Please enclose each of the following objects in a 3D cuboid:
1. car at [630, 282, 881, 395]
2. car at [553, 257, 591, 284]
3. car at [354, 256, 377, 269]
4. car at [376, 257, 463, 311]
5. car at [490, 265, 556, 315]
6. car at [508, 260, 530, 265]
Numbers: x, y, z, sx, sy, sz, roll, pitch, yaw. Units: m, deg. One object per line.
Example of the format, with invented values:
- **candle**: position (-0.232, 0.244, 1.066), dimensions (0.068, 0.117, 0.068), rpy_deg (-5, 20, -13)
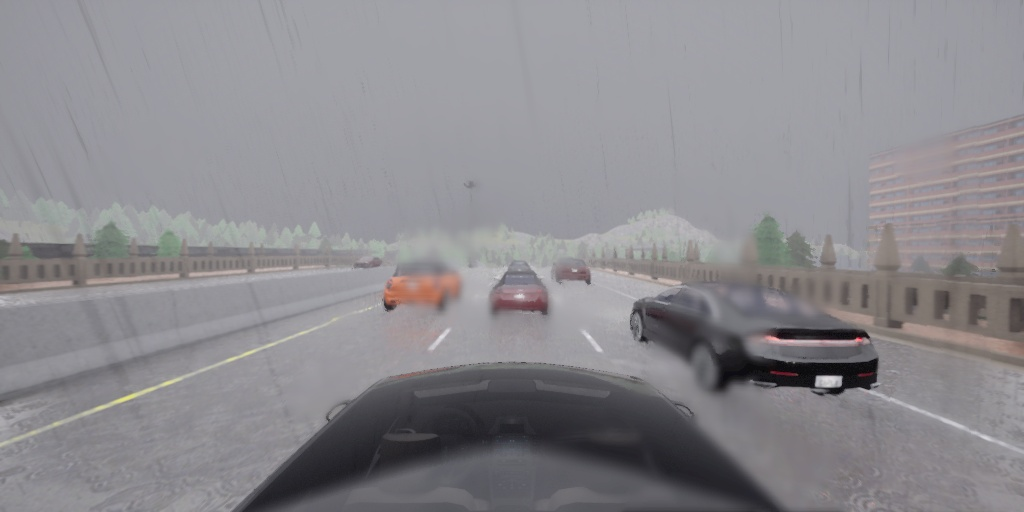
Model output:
- **car**: position (3.695, 1.221, 6.582), dimensions (2.128, 1.511, 4.902), rpy_deg (0, 1, 1)
- **car**: position (3.998, 0.921, 24.631), dimensions (2.097, 1.767, 4.553), rpy_deg (0, 1, 1)
- **car**: position (-16.824, 0.754, 42.281), dimensions (1.882, 1.535, 5.008), rpy_deg (0, 0, 1)
- **car**: position (-3.194, 0.972, 13.789), dimensions (2.097, 1.767, 4.553), rpy_deg (0, 1, 1)
- **car**: position (0.291, 1.214, 13.027), dimensions (1.994, 1.385, 4.181), rpy_deg (0, 1, 1)
- **car**: position (0.605, 1.058, 30.427), dimensions (1.994, 1.385, 4.181), rpy_deg (0, 1, 1)
